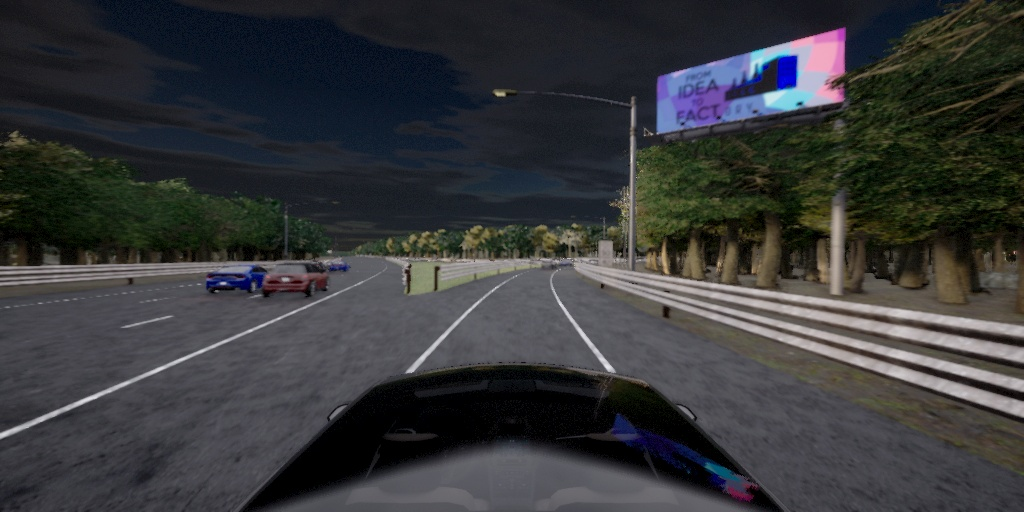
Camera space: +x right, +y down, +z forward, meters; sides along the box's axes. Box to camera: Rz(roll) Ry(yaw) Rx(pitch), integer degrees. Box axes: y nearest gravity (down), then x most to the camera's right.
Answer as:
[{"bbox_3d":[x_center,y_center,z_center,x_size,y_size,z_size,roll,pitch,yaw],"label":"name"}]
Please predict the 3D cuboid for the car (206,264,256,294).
[{"bbox_3d":[-14.961,1.223,20.170,1.882,1.535,5.008,1,0,-15],"label":"car"}]

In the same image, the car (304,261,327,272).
[{"bbox_3d":[-26.927,1.427,49.257,1.812,1.442,4.674,1,-1,-17],"label":"car"}]

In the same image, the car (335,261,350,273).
[{"bbox_3d":[-22.637,1.393,47.275,1.882,1.535,5.008,1,-1,-17],"label":"car"}]

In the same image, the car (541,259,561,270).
[{"bbox_3d":[5.742,1.276,55.274,2.128,1.511,4.902,1,0,16],"label":"car"}]

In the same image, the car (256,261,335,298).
[{"bbox_3d":[-11.123,1.122,18.843,2.097,1.767,4.553,1,0,-15],"label":"car"}]
